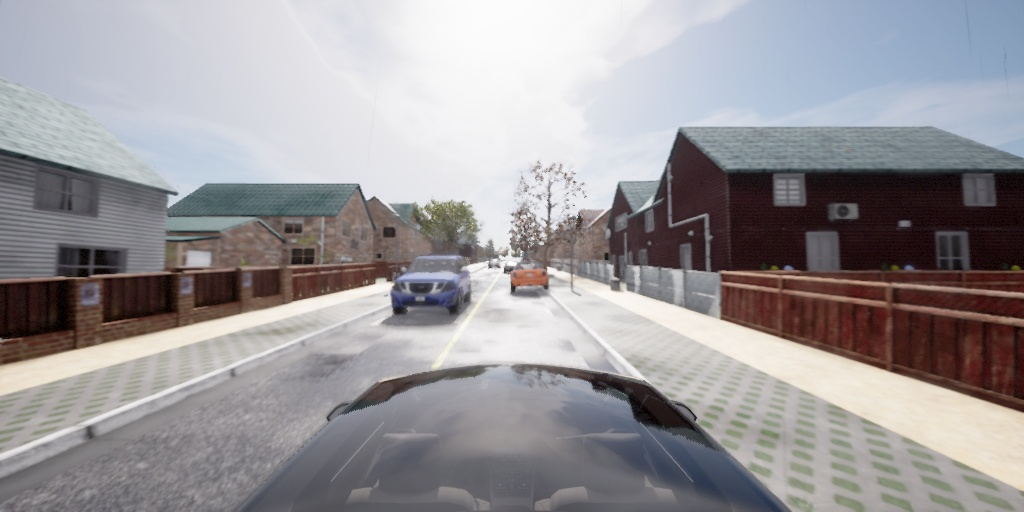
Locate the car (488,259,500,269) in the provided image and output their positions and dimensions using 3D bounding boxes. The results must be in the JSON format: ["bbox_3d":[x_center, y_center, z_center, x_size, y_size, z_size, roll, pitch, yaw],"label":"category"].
[{"bbox_3d":[-2.792,1.238,56.902,2.128,1.511,4.902,0,0,0],"label":"car"}]

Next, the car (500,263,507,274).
[{"bbox_3d":[0.027,1.309,42.149,1.994,1.385,4.181,0,0,1],"label":"car"}]

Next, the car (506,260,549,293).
[{"bbox_3d":[0.927,1.048,21.118,2.097,1.767,4.553,-3,-1,0],"label":"car"}]

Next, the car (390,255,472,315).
[{"bbox_3d":[-2.848,0.968,13.870,2.150,2.045,5.566,0,0,0],"label":"car"}]
